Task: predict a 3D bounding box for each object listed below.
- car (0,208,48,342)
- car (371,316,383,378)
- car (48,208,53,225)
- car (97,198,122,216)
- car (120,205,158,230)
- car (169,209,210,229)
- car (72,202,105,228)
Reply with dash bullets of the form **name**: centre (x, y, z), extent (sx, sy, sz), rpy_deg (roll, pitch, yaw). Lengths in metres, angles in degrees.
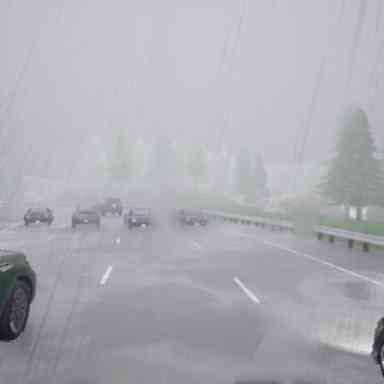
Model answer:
- **car**: centre (-3.669, 1.266, 3.429), extent (2.150, 2.045, 5.566), rpy_deg (0, -1, -3)
- **car**: centre (3.274, 1.585, 2.466), extent (1.994, 1.385, 4.181), rpy_deg (0, -1, -2)
- **car**: centre (-12.198, 1.905, 26.674), extent (1.895, 1.301, 4.718), rpy_deg (0, -1, -21)
- **car**: centre (-9.412, 1.635, 37.559), extent (2.150, 2.045, 5.566), rpy_deg (0, -1, -26)
- **car**: centre (-3.719, 1.854, 23.288), extent (1.895, 1.301, 4.718), rpy_deg (0, -1, -17)
- **car**: centre (-0.299, 1.855, 24.027), extent (1.895, 1.301, 4.718), rpy_deg (0, -1, -17)
- **car**: centre (-7.871, 1.767, 24.740), extent (2.128, 1.511, 4.902), rpy_deg (0, -1, -17)
